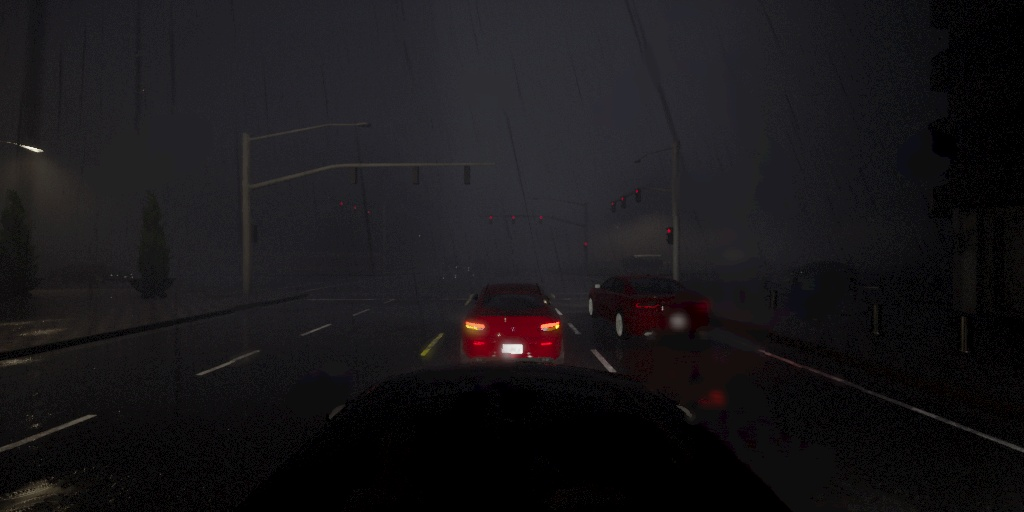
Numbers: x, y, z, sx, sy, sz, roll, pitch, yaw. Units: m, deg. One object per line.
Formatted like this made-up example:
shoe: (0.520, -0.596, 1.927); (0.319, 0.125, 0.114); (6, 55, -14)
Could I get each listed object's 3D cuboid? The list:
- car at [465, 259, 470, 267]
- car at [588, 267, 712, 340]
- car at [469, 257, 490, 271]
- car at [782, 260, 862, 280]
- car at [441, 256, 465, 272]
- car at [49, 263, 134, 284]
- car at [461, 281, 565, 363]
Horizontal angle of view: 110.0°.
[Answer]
car: (-8.032, 1.314, 62.428); (1.994, 1.385, 4.181); (0, 0, -1)
car: (3.488, 1.228, 10.032); (1.882, 1.535, 5.008); (0, 0, 0)
car: (-4.476, 1.276, 50.187); (1.812, 1.442, 4.674); (0, 0, -1)
car: (26.681, 1.310, 30.964); (4.892, 1.490, 1.837); (0, 0, 0)
car: (-7.951, 0.971, 47.744); (2.150, 2.045, 5.566); (0, 0, -1)
car: (-31.296, 1.310, 26.751); (4.892, 1.490, 1.837); (0, 0, 0)
car: (0.010, 1.276, 7.853); (1.812, 1.442, 4.674); (0, 0, 0)
